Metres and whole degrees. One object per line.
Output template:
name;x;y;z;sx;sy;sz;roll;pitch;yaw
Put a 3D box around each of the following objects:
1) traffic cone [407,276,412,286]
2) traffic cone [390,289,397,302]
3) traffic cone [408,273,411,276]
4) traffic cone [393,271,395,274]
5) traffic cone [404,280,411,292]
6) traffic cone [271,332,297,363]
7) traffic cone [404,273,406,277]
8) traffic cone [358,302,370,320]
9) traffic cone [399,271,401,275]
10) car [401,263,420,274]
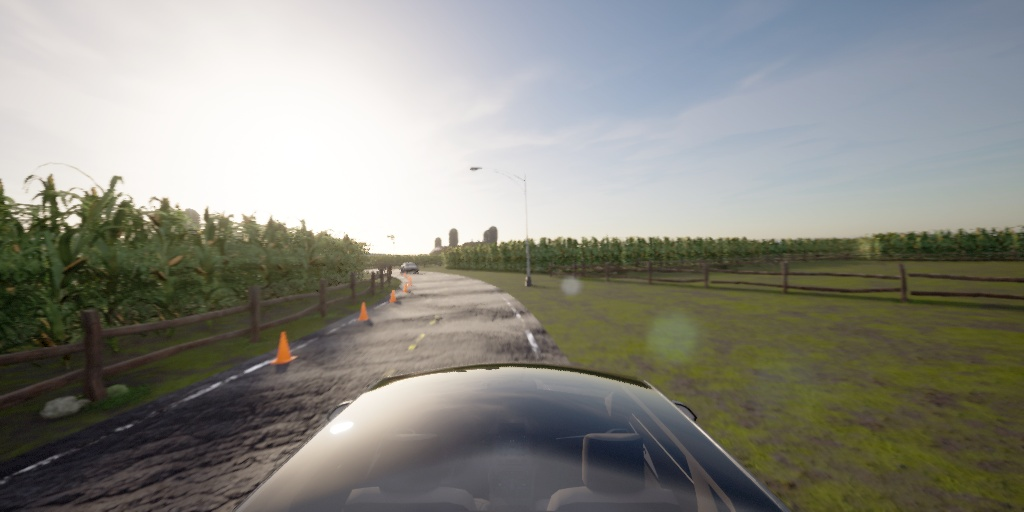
traffic cone;-7.550;1.945;26.671;0.340;0.580;0.340;0;0;-14
traffic cone;-5.655;1.886;17.103;0.340;0.580;0.340;0;0;-8
traffic cone;-8.846;1.985;31.375;0.340;0.580;0.340;0;0;-17
traffic cone;-16.265;2.216;49.393;0.340;0.580;0.340;0;0;-28
traffic cone;-6.486;1.911;21.910;0.340;0.580;0.340;0;0;-11
traffic cone;-4.698;1.857;7.396;0.340;0.580;0.340;0;0;-3
traffic cone;-10.369;2.033;36.010;0.340;0.580;0.340;0;0;-20
traffic cone;-5.058;1.868;12.260;0.340;0.580;0.340;0;0;-6
traffic cone;-14.083;2.149;45.029;0.340;0.580;0.340;0;0;-25
car;-14.319;1.697;50.170;1.837;1.490;4.892;-2;0;-28
